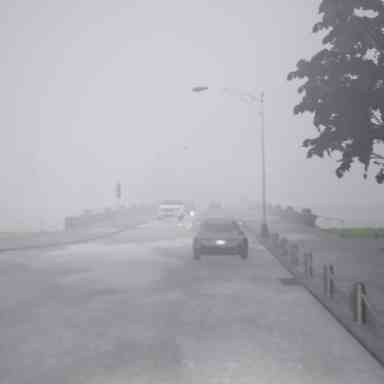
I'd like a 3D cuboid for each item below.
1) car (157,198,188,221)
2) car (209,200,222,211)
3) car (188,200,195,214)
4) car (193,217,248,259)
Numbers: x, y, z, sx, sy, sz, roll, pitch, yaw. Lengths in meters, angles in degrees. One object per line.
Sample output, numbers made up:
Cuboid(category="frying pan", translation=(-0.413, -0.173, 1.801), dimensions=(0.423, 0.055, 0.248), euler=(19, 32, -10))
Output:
Cuboid(category="car", translation=(-1.893, 1.591, 31.911), dimensions=(2.150, 2.045, 5.566), euler=(-1, -1, 3))
Cuboid(category="car", translation=(3.524, 1.973, 50.330), dimensions=(1.882, 1.535, 5.008), euler=(-1, -1, 4))
Cuboid(category="car", translation=(-1.182, 2.017, 42.135), dimensions=(2.033, 1.411, 5.357), euler=(-1, -1, 4))
Cuboid(category="car", translation=(1.099, 1.693, 13.237), dimensions=(1.994, 1.385, 4.181), euler=(-1, -1, 4))
